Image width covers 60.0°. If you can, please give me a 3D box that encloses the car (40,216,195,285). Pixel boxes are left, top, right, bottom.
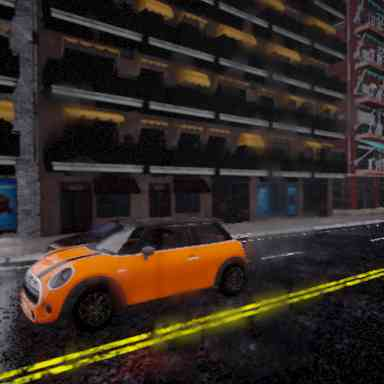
[{"bbox_3d":[-2.171,1.568,10.122,4.181,1.385,1.994,0,0,-35],"label":"car"}]

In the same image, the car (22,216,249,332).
[{"bbox_3d":[-0.993,1.355,6.970,4.553,1.767,2.097,0,0,-36],"label":"car"}]
